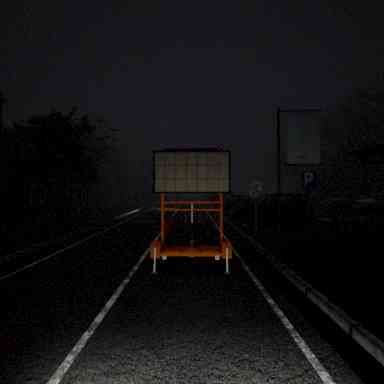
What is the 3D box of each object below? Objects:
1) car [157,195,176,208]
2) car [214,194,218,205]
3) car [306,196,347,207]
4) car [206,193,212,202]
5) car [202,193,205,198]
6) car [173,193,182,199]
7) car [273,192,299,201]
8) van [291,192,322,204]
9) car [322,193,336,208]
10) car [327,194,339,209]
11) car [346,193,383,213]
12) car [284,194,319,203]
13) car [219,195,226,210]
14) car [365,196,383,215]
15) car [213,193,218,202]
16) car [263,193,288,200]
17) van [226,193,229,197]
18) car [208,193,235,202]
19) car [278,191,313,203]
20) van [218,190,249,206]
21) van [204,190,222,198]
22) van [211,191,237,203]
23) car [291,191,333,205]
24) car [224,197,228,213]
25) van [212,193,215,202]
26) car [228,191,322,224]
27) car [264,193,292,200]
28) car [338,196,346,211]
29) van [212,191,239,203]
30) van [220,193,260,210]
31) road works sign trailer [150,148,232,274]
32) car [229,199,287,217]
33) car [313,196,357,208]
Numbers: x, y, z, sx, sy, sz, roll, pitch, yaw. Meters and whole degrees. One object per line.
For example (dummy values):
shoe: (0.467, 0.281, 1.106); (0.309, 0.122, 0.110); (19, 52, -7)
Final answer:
car: (-3.449, 1.366, 42.857); (1.895, 1.301, 4.718); (0, 0, 0)
car: (5.639, 1.312, 42.897); (4.792, 1.488, 2.163); (0, 0, 0)
car: (18.705, 1.280, 46.401); (4.792, 1.488, 2.163); (0, 1, 0)
car: (5.540, 0.911, 54.112); (5.566, 2.045, 2.435); (0, 1, 0)
car: (5.477, 0.694, 70.931); (5.566, 2.045, 2.435); (0, 1, 0)
car: (-3.434, 0.582, 79.329); (2.150, 2.045, 5.566); (0, 1, 0)
car: (18.636, 0.887, 65.829); (4.553, 1.767, 2.185); (0, 1, 0)
van: (18.762, 0.930, 54.726); (4.442, 1.987, 1.878); (0, 1, 0)
car: (18.881, 1.294, 40.847); (5.366, 1.575, 1.946); (0, 0, 0)
car: (18.701, 1.316, 38.069); (5.008, 1.535, 2.097); (0, 0, 0)
car: (18.699, 1.095, 32.515); (5.566, 2.045, 2.435); (0, 0, 0)
car: (18.821, 1.117, 57.504); (5.366, 1.575, 1.946); (0, 1, 0)
car: (5.635, 1.335, 34.485); (5.008, 1.535, 2.097); (0, 0, 0)
car: (18.743, 1.360, 29.741); (5.008, 1.535, 2.097); (0, 0, 0)
car: (5.596, 1.297, 45.704); (4.674, 1.452, 2.002); (0, 1, 0)
car: (18.580, 0.907, 74.157); (4.892, 1.521, 2.231); (0, 1, 0)
van: (5.767, 1.124, 31.681); (4.442, 1.987, 1.878); (0, 0, 0)
car: (5.531, 1.055, 62.526); (4.892, 1.521, 2.231); (0, 1, 0)
car: (18.654, 0.833, 60.276); (5.566, 2.045, 2.435); (0, 1, 0)
van: (5.513, 1.094, 37.290); (4.442, 1.987, 1.878); (0, 0, 0)
van: (5.338, 0.540, 84.946); (4.442, 1.987, 1.878); (0, 1, 0)
van: (5.664, 0.864, 59.720); (4.442, 1.987, 1.878); (0, 1, 0)
car: (18.684, 0.940, 51.949); (5.566, 2.045, 2.435); (0, 1, 0)
car: (5.486, 1.375, 26.074); (5.366, 1.575, 1.946); (0, 0, 0)
van: (5.695, 0.972, 51.312); (4.442, 1.987, 1.878); (0, 1, 0)
car: (5.653, 1.140, 23.270); (5.566, 2.045, 2.435); (0, 0, 0)
car: (18.399, 0.938, 71.380); (5.366, 1.575, 1.946); (0, 1, 0)
car: (18.711, 1.334, 35.291); (4.892, 1.521, 2.231); (0, 0, 0)
van: (5.674, 0.900, 56.917); (4.442, 1.987, 1.878); (0, 1, 0)
van: (5.736, 1.075, 40.092); (4.442, 1.987, 1.878); (0, 0, 0)
road works sign trailer: (0.002, 0.435, 10.495); (2.380, 3.560, 2.880); (0, 0, 2)
car: (5.664, 1.404, 28.878); (4.674, 1.452, 2.002); (0, 0, 0)
car: (18.657, 1.308, 43.618); (4.792, 1.488, 2.163); (0, 1, 0)
